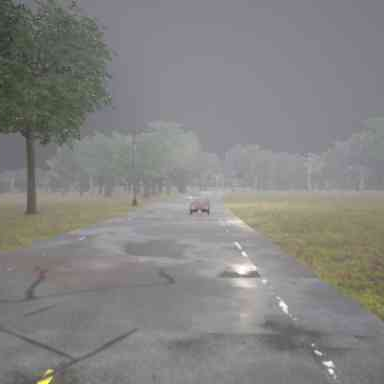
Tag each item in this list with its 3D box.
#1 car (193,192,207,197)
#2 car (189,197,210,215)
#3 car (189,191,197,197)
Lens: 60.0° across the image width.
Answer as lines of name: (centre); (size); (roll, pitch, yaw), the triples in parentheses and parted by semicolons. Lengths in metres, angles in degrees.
car: (1.441, 1.154, 46.193); (1.994, 1.385, 4.181); (0, 1, 3)
car: (0.736, 1.388, 31.348); (1.895, 1.301, 4.718); (0, 1, 2)
car: (0.545, 0.423, 81.571); (1.837, 1.490, 4.892); (0, 1, 6)
